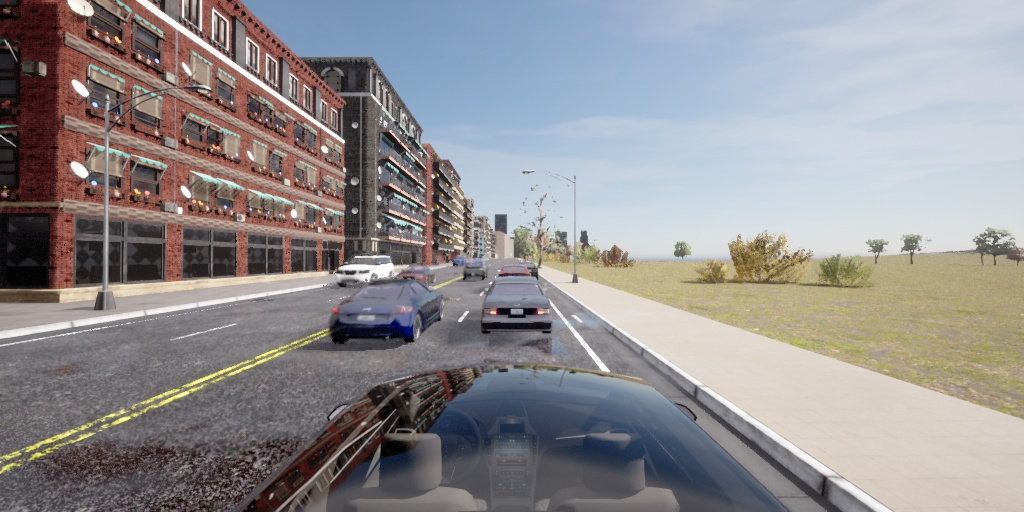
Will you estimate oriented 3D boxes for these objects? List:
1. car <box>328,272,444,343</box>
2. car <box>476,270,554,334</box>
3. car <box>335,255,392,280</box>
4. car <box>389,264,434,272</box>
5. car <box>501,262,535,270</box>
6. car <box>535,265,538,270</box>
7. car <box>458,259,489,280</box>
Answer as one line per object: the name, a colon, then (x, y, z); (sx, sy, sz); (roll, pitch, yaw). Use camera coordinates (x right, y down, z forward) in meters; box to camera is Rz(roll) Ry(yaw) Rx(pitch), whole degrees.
car: (-3.135, 1.314, 9.736); (1.994, 1.385, 4.181); (0, 0, 0)
car: (0.119, 1.299, 10.606); (2.033, 1.411, 5.357); (0, 0, 0)
car: (-9.798, 0.974, 24.387); (2.150, 2.045, 5.566); (0, 0, 0)
car: (-6.549, 1.317, 24.643); (1.994, 1.385, 4.181); (0, 0, 0)
car: (0.147, 1.230, 21.146); (1.882, 1.535, 5.008); (0, 0, 0)
car: (1.204, 1.231, 30.584); (1.882, 1.535, 5.008); (0, 0, 0)
car: (-3.083, 1.246, 31.154); (2.128, 1.511, 4.902); (0, 0, 0)
